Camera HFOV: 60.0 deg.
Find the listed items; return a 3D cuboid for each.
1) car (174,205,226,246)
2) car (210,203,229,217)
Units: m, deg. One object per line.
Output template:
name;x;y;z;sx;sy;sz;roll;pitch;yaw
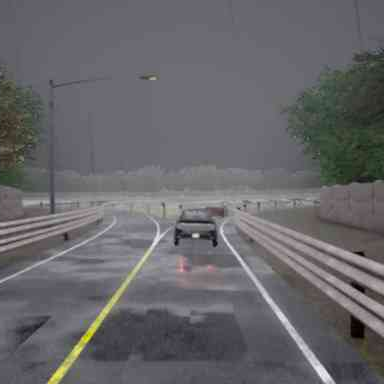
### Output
car;0.223;1.564;15.723;2.128;1.511;4.902;2;-1;2
car;2.699;1.894;34.762;1.882;1.535;5.008;-1;-1;13
